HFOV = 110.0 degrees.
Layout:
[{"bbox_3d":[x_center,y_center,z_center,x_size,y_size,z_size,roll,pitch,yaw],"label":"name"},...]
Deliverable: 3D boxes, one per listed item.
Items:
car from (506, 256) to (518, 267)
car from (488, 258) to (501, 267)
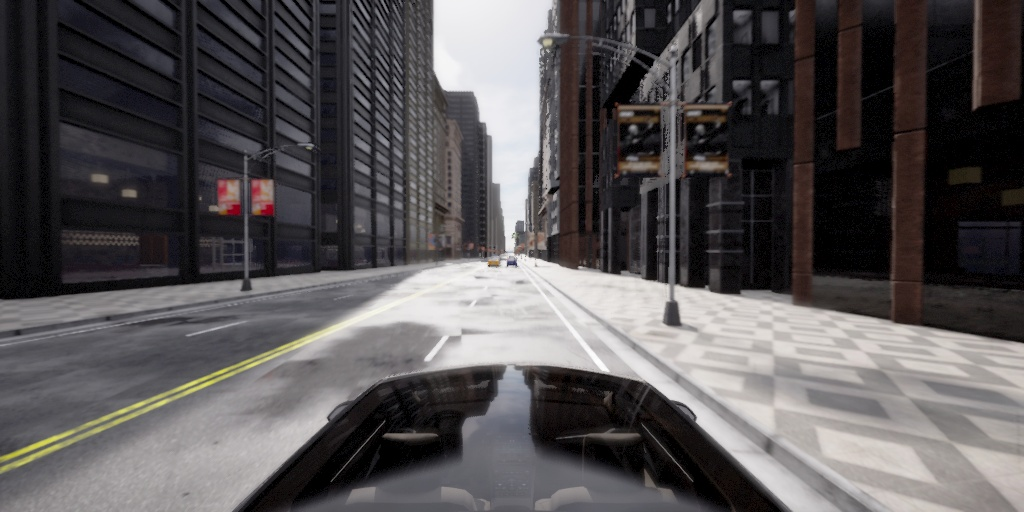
[{"bbox_3d":[-0.007,1.165,63.334,1.882,1.535,5.008,0,0,0],"label":"car"},{"bbox_3d":[-3.257,1.165,63.335,1.882,1.535,5.008,0,0,0],"label":"car"}]
